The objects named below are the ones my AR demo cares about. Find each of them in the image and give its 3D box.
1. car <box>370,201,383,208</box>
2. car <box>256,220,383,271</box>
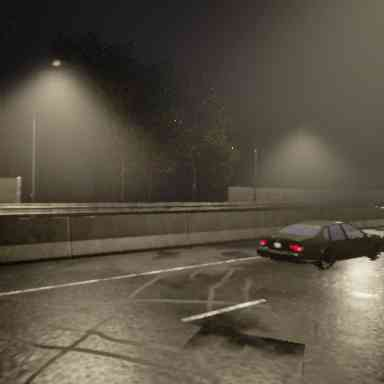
[{"bbox_3d":[32.536,2.291,57.178,4.892,1.490,1.837,1,0,-35],"label":"car"},{"bbox_3d":[4.621,1.676,11.427,5.357,1.411,2.033,1,-1,-35],"label":"car"}]
